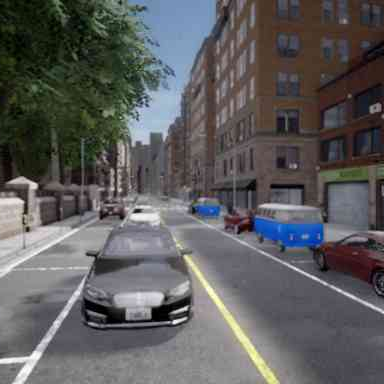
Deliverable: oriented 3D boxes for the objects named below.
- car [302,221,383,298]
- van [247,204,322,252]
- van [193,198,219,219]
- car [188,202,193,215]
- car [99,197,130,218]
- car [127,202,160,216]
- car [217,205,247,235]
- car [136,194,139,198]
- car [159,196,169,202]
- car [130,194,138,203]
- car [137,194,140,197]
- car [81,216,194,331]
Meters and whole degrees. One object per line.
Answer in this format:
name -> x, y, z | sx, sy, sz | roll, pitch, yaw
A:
car -> 4.719, 1.645, 8.459 | 1.802, 1.307, 4.206 | 0, 0, -8
van -> 3.898, 1.427, 14.060 | 1.690, 1.788, 3.998 | 0, 0, -8
van -> 1.436, 1.489, 30.862 | 1.690, 1.788, 3.998 | 0, 0, -8
car -> 0.614, 1.732, 36.462 | 1.947, 1.339, 4.313 | 0, 0, -8
car -> -6.993, 1.419, 29.586 | 2.192, 1.841, 5.009 | 0, 0, -8
car -> -3.010, 1.610, 20.813 | 1.812, 1.442, 4.674 | 0, 0, -8
car -> 3.077, 1.652, 19.660 | 1.887, 1.381, 4.507 | 0, 0, -8
car -> -14.122, 1.804, 78.204 | 2.008, 1.369, 4.403 | 0, 0, -8
car -> -7.275, 1.776, 90.263 | 1.967, 1.590, 4.097 | 0, 0, -8
car -> -13.307, 1.760, 72.644 | 1.752, 1.417, 4.829 | 0, 0, -8
car -> -15.704, 1.836, 88.991 | 1.887, 1.381, 4.507 | 0, 0, -8
car -> -1.124, 1.523, 7.278 | 2.128, 1.511, 4.902 | 0, 0, -8
